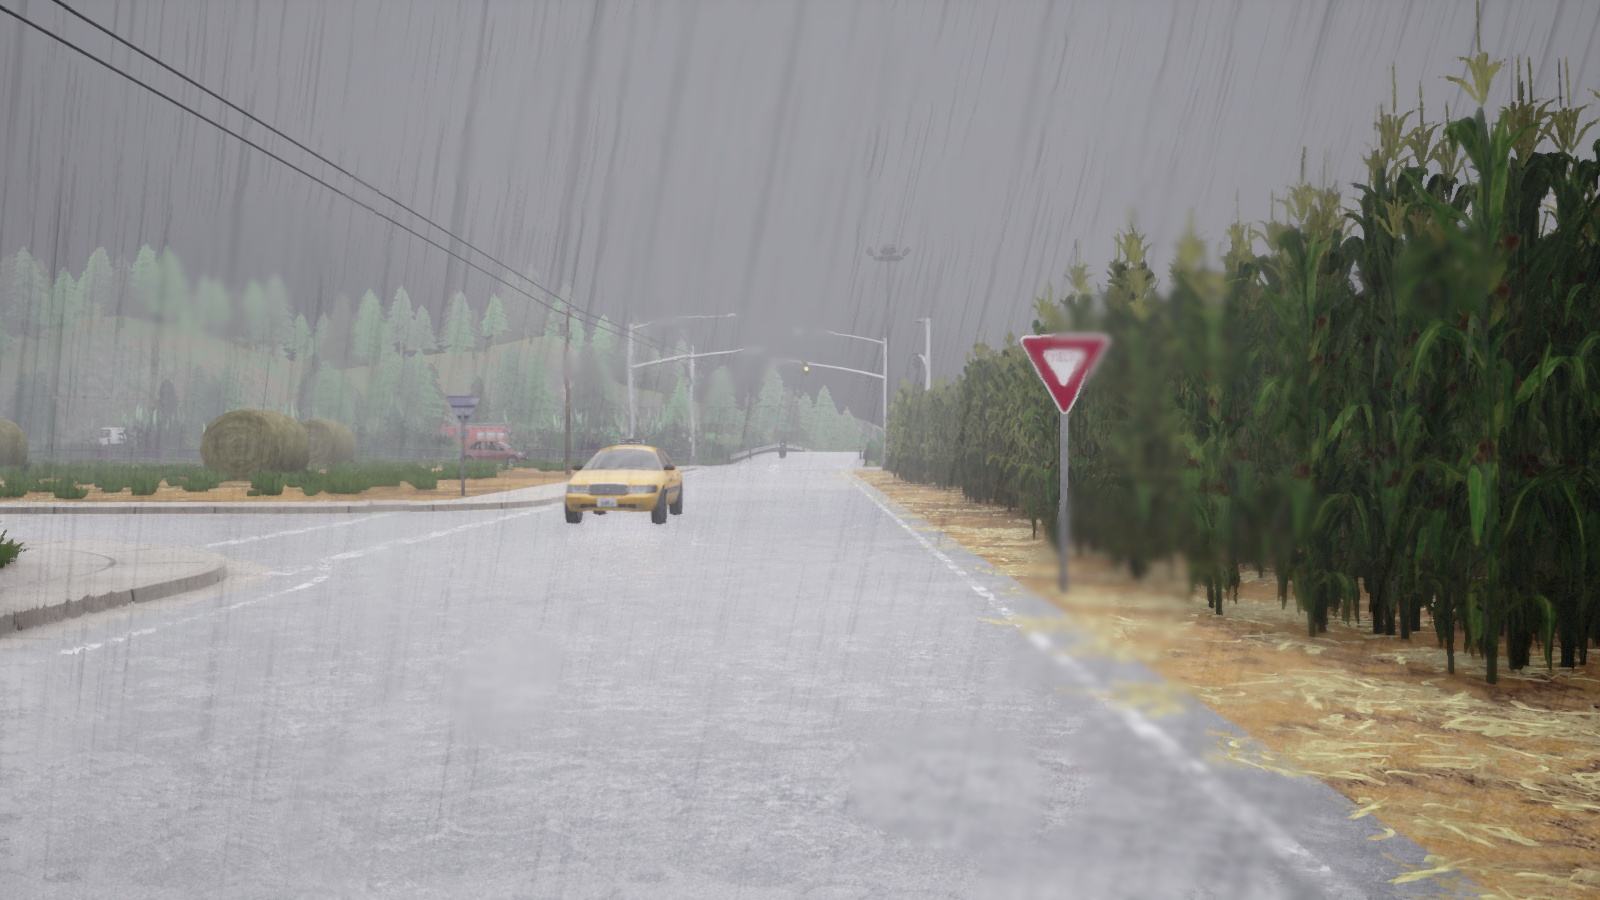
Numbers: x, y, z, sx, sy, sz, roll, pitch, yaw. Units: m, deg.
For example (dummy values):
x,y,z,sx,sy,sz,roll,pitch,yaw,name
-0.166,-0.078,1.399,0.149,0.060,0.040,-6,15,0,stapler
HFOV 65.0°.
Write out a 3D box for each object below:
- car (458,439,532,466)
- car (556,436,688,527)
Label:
x,y,z,sx,sy,sz,roll,pitch,yaw,name
-18.478,0.165,76.190,3.988,1.617,1.851,0,0,3,car
-3.351,0.541,24.656,1.801,1.575,5.366,0,0,0,car
